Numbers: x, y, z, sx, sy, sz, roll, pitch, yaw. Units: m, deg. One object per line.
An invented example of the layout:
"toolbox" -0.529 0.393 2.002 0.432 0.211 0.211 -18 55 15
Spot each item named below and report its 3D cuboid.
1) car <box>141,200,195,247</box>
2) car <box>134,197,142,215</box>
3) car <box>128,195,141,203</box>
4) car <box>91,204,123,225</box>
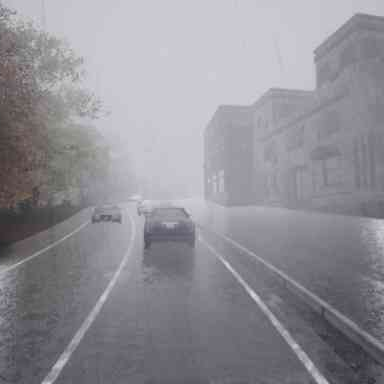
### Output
"car" -1.134 1.377 15.252 2.097 1.767 4.553 0 0 -7
"car" -4.487 1.505 33.144 1.812 1.442 4.674 1 0 -12
"car" -11.092 1.310 65.514 1.812 1.442 4.674 -1 0 7
"car" -5.995 1.531 23.785 1.994 1.385 4.181 1 0 -11
